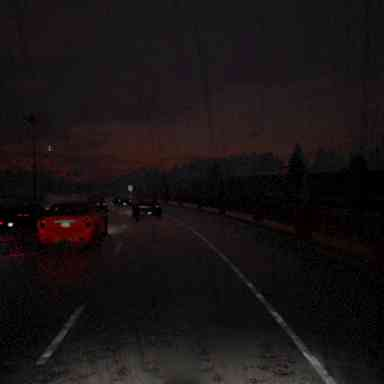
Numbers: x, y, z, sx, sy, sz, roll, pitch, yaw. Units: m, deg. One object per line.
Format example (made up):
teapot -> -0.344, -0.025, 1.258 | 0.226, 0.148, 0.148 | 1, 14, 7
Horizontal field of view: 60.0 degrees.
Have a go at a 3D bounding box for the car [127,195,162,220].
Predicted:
car -> -3.372, 1.153, 24.295 | 2.128, 1.511, 4.902 | 0, 1, -14

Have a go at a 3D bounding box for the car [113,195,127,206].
car -> -8.593, 1.047, 40.977 | 1.895, 1.301, 4.718 | -1, 1, -19

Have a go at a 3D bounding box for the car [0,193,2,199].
car -> -40.682, 0.642, 68.579 | 2.097, 1.767, 4.553 | -1, 0, -19

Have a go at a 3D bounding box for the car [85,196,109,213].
car -> -9.248, 1.120, 32.165 | 2.033, 1.411, 5.357 | -1, 1, -18

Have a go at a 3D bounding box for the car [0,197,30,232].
car -> -9.145, 1.271, 18.340 | 1.837, 1.490, 4.892 | 0, 1, -11

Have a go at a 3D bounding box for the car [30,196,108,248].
car -> -4.832, 1.165, 14.022 | 2.097, 1.767, 4.553 | 0, 1, -8

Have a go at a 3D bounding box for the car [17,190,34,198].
car -> -31.527, 0.800, 63.677 | 1.994, 1.385, 4.181 | -1, 1, -19

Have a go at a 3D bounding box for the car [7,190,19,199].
car -> -37.778, 0.487, 70.865 | 2.150, 2.045, 5.566 | -1, 0, -19
